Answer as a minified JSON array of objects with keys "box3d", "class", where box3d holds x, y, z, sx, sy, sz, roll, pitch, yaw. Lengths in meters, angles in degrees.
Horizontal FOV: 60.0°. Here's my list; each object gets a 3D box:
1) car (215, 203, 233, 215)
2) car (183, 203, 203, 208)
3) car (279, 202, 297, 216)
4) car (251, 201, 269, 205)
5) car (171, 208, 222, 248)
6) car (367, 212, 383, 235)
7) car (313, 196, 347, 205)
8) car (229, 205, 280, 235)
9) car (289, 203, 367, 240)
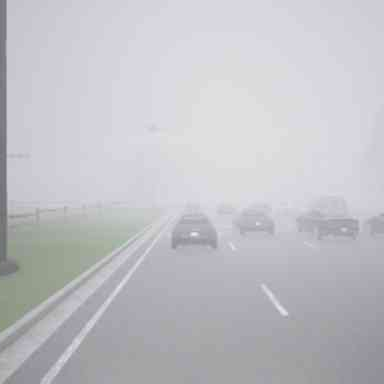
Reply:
[{"box3d":[3.573,1.807,35.465,1.994,1.385,4.181,0,-1,-1],"class":"car"},{"box3d":[0.087,1.773,32.829,2.033,1.411,5.357,0,0,0],"class":"car"},{"box3d":[10.550,1.773,35.734,1.812,1.442,4.674,0,-1,-2],"class":"car"},{"box3d":[7.076,1.730,35.163,2.128,1.511,4.902,0,-1,0],"class":"car"},{"box3d":[0.096,1.669,15.257,1.994,1.385,4.181,0,0,0],"class":"car"},{"box3d":[10.595,1.623,16.799,1.837,1.490,4.892,0,0,0],"class":"car"},{"box3d":[14.082,1.453,34.586,2.150,2.045,5.566,0,-1,0],"class":"car"},{"box3d":[3.595,1.702,20.025,1.994,1.385,4.181,0,0,0],"class":"car"},{"box3d":[7.095,1.602,17.977,1.882,1.535,5.008,0,0,0],"class":"car"}]
